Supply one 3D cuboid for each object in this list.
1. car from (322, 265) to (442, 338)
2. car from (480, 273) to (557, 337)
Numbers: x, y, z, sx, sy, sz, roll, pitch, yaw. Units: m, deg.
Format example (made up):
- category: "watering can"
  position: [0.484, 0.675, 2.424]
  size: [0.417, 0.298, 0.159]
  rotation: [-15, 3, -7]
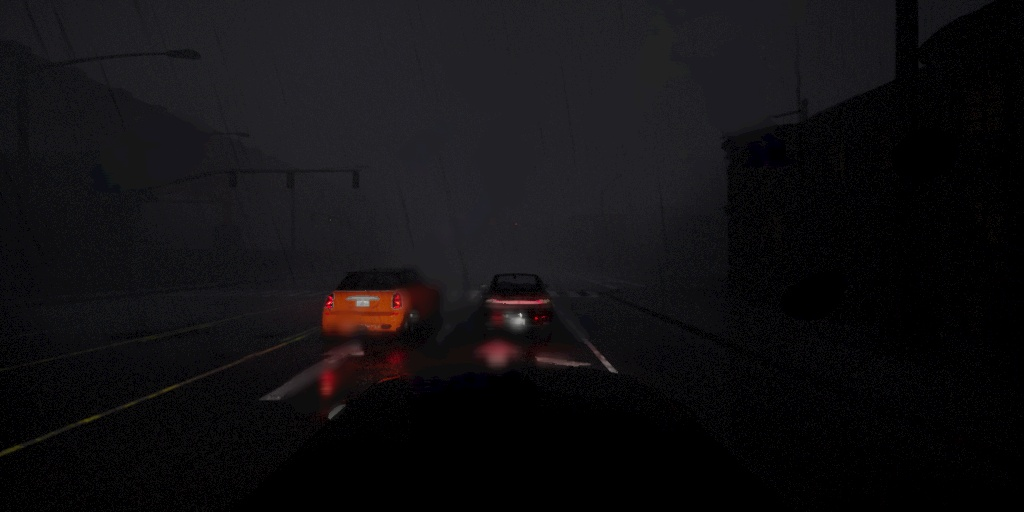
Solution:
- category: "car"
  position: [-3.406, 1.105, 10.302]
  size: [2.097, 1.767, 4.553]
  rotation: [0, 0, 0]
- category: "car"
  position: [0.103, 1.245, 10.349]
  size: [2.128, 1.511, 4.902]
  rotation: [0, 0, -1]
